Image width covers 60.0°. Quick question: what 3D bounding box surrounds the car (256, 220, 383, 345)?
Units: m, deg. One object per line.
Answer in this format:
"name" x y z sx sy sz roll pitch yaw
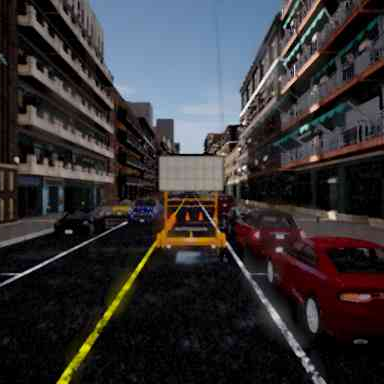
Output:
"car" 2.678 1.508 6.389 1.887 1.381 4.507 0 0 0

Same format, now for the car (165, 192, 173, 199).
"car" -5.892 0.936 85.279 1.967 1.590 4.097 0 0 0

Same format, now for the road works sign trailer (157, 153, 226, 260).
"road works sign trailer" -0.028 0.395 12.145 2.380 3.560 2.880 0 0 0

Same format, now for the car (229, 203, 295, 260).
"car" 2.664 1.372 12.025 1.967 1.590 4.097 0 0 0

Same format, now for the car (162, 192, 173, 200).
"car" -5.878 0.846 79.643 2.192 1.841 5.009 0 0 0

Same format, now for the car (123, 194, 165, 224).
"car" -3.154 1.220 23.247 2.097 1.767 4.553 0 0 0

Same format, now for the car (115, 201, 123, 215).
"car" -5.757 1.361 28.747 1.752 1.417 4.829 0 0 0

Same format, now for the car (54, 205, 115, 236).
"car" -5.730 1.466 17.644 1.947 1.339 4.313 0 0 0

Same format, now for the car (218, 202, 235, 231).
"car" 2.651 1.450 17.661 2.008 1.369 4.403 0 0 0

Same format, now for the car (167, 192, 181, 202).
"car" -3.178 1.152 64.096 1.812 1.442 4.674 0 0 0

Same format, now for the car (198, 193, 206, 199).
"car" 2.501 1.054 79.831 1.752 1.417 4.829 0 0 0

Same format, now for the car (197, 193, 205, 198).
"car" 2.475 1.005 90.933 1.887 1.381 4.507 0 0 0

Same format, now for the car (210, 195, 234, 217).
"car" 2.625 1.149 28.933 2.192 1.841 5.009 0 0 0

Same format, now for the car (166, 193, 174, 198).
"car" -5.905 1.006 90.917 1.887 1.381 4.507 0 0 0

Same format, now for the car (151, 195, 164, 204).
"car" -5.825 1.250 57.100 1.802 1.307 4.206 0 0 0
